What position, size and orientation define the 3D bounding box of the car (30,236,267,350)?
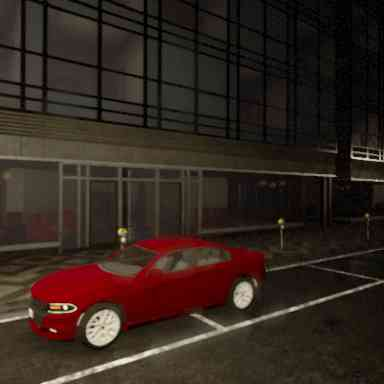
[{"bbox_3d":[-0.558,1.570,6.255,4.507,1.381,1.887,1,-1,-36],"label":"car"}]
